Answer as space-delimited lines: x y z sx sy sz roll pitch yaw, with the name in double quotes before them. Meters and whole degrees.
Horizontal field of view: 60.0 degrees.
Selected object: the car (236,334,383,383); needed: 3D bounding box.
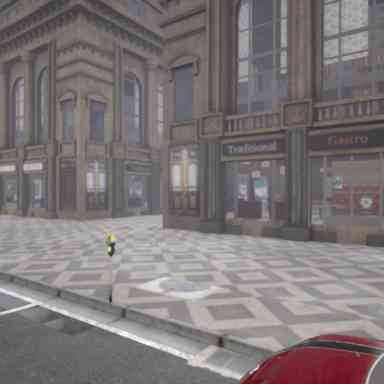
"car" 1.966 1.441 1.554 4.097 1.590 1.967 0 0 36
